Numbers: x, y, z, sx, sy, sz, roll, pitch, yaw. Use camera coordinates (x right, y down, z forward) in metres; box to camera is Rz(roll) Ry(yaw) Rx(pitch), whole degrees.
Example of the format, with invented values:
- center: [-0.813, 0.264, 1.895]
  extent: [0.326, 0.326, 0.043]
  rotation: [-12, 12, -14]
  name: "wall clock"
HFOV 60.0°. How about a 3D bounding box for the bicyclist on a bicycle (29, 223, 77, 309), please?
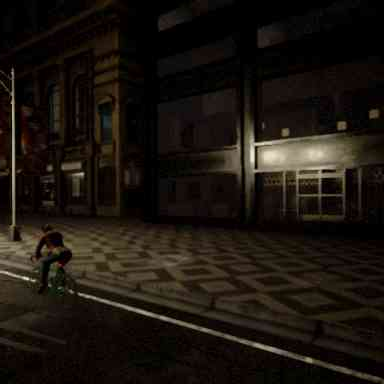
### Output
- center: [-2.822, 1.451, 6.672]
  extent: [1.656, 1.620, 0.582]
  rotation: [0, 0, 35]
  name: "bicyclist on a bicycle"
